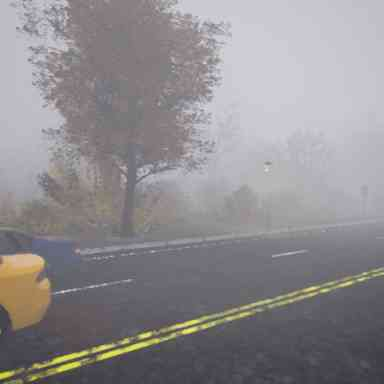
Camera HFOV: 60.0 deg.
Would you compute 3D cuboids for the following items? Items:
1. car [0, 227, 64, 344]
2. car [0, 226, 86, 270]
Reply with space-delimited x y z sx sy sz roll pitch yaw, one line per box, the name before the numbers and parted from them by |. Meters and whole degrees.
car | -4.586 1.480 4.406 5.008 1.535 1.882 0 0 -35
car | -5.368 1.547 7.839 5.357 1.411 2.033 0 0 -35
